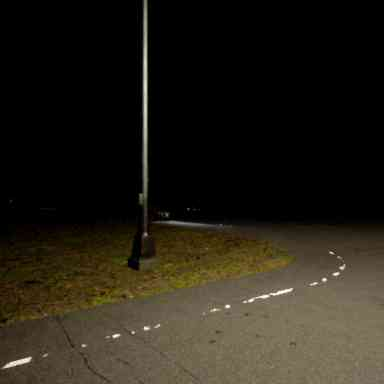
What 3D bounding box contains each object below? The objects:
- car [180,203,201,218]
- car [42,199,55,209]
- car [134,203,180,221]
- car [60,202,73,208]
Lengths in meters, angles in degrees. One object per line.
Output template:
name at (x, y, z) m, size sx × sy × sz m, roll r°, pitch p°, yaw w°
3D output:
car at (-0.969, 2.031, 38.787) m, size 2.097 × 1.767 × 4.553 m, roll 3°, pitch -3°, yaw -36°
car at (-31.132, 2.557, 72.227) m, size 2.150 × 2.045 × 5.566 m, roll 2°, pitch -2°, yaw -28°
car at (-3.573, 1.801, 30.444) m, size 2.128 × 1.511 × 4.902 m, roll 3°, pitch -3°, yaw -36°
car at (-29.392, 3.055, 78.082) m, size 1.882 × 1.535 × 5.008 m, roll 3°, pitch -3°, yaw -36°
